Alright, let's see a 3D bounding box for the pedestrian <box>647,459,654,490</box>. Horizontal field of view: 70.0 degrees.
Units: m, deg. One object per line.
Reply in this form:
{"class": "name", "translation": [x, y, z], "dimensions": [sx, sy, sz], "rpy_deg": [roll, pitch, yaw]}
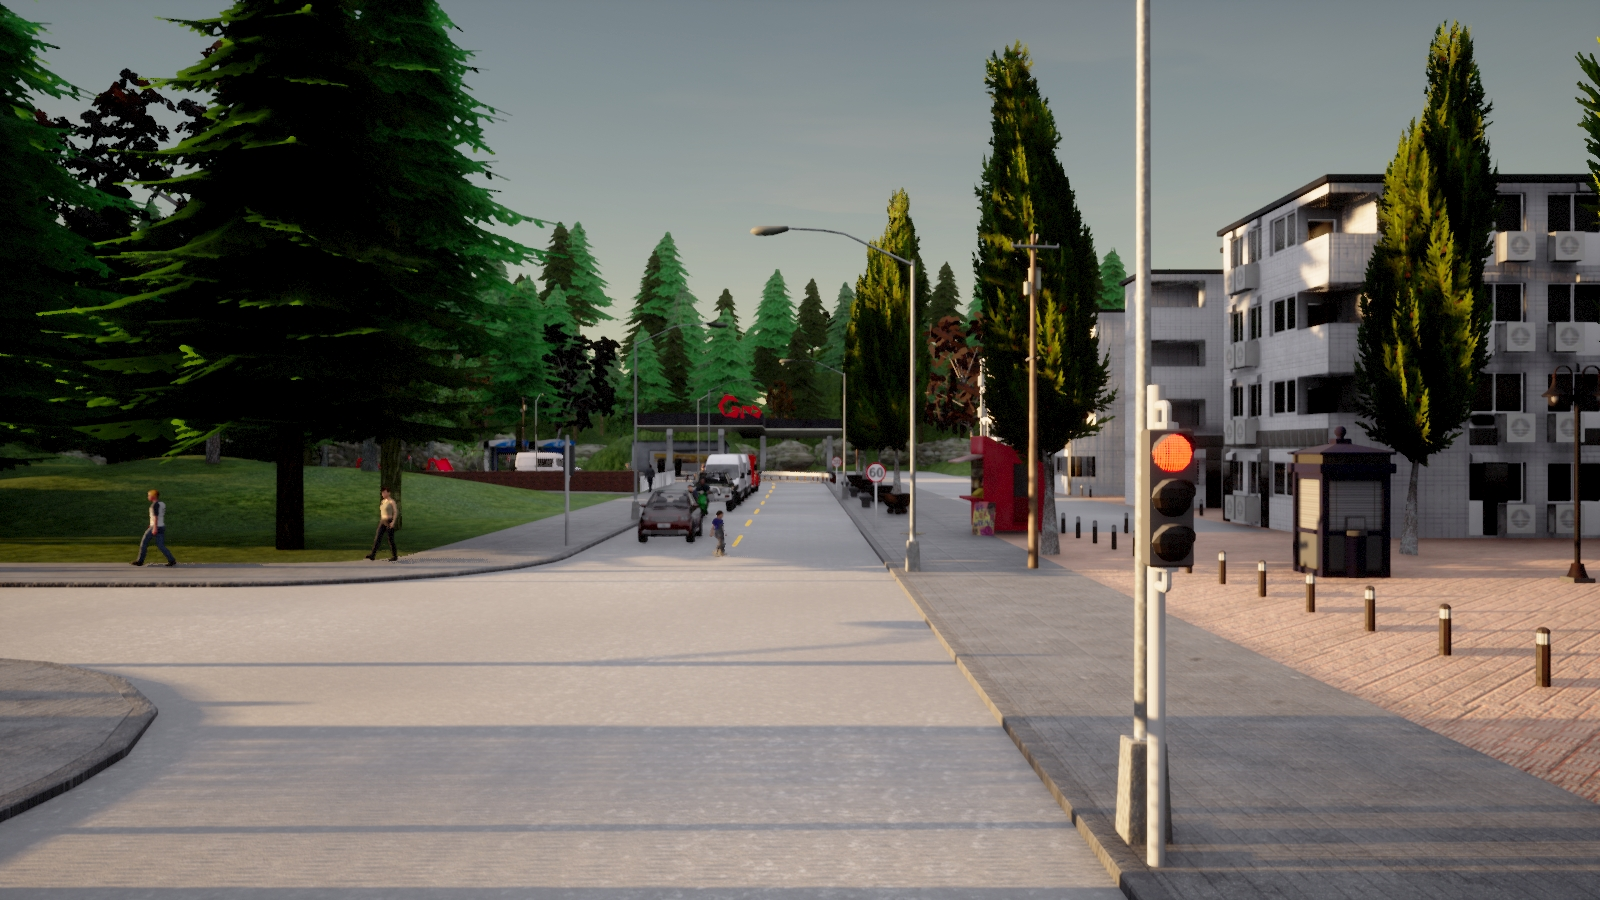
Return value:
{"class": "pedestrian", "translation": [-9.281, 1.513, 70.826], "dimensions": [0.375, 1.860, 0.375], "rpy_deg": [0, 0, 2]}

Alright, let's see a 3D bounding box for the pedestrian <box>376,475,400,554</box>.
{"class": "pedestrian", "translation": [-9.829, 1.521, 27.241], "dimensions": [0.375, 1.860, 0.375], "rpy_deg": [0, 0, 24]}

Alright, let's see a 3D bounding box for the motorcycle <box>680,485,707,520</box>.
{"class": "motorcycle", "translation": [-3.993, 1.955, 42.971], "dimensions": [0.856, 1.236, 1.805], "rpy_deg": [0, 0, 0]}

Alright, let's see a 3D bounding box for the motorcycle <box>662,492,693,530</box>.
{"class": "motorcycle", "translation": [-4.023, 1.987, 37.648], "dimensions": [0.803, 1.145, 2.033], "rpy_deg": [0, 0, 0]}

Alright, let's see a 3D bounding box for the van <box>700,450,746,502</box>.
{"class": "van", "translation": [-3.997, 1.304, 60.156], "dimensions": [1.988, 2.561, 5.915], "rpy_deg": [0, 0, 0]}

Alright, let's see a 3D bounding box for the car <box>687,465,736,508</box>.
{"class": "car", "translation": [-4.052, 1.635, 53.082], "dimensions": [1.932, 1.855, 4.605], "rpy_deg": [0, 0, 0]}

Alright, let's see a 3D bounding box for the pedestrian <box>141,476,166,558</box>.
{"class": "pedestrian", "translation": [-14.764, 1.520, 26.091], "dimensions": [0.375, 1.860, 0.375], "rpy_deg": [0, 0, -3]}

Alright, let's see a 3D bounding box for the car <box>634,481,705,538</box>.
{"class": "car", "translation": [-4.004, 1.795, 35.558], "dimensions": [1.789, 1.549, 3.705], "rpy_deg": [0, 0, 0]}

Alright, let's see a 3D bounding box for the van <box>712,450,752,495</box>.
{"class": "van", "translation": [-3.986, 1.303, 67.851], "dimensions": [1.988, 2.561, 5.915], "rpy_deg": [0, 0, 0]}

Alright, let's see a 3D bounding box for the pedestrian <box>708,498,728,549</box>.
{"class": "pedestrian", "translation": [-2.129, 1.903, 29.687], "dimensions": [0.375, 1.300, 0.375], "rpy_deg": [0, 0, 31]}

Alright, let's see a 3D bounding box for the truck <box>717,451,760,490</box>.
{"class": "truck", "translation": [-4.021, 1.336, 75.255], "dimensions": [2.627, 2.467, 5.204], "rpy_deg": [0, 0, -1]}
